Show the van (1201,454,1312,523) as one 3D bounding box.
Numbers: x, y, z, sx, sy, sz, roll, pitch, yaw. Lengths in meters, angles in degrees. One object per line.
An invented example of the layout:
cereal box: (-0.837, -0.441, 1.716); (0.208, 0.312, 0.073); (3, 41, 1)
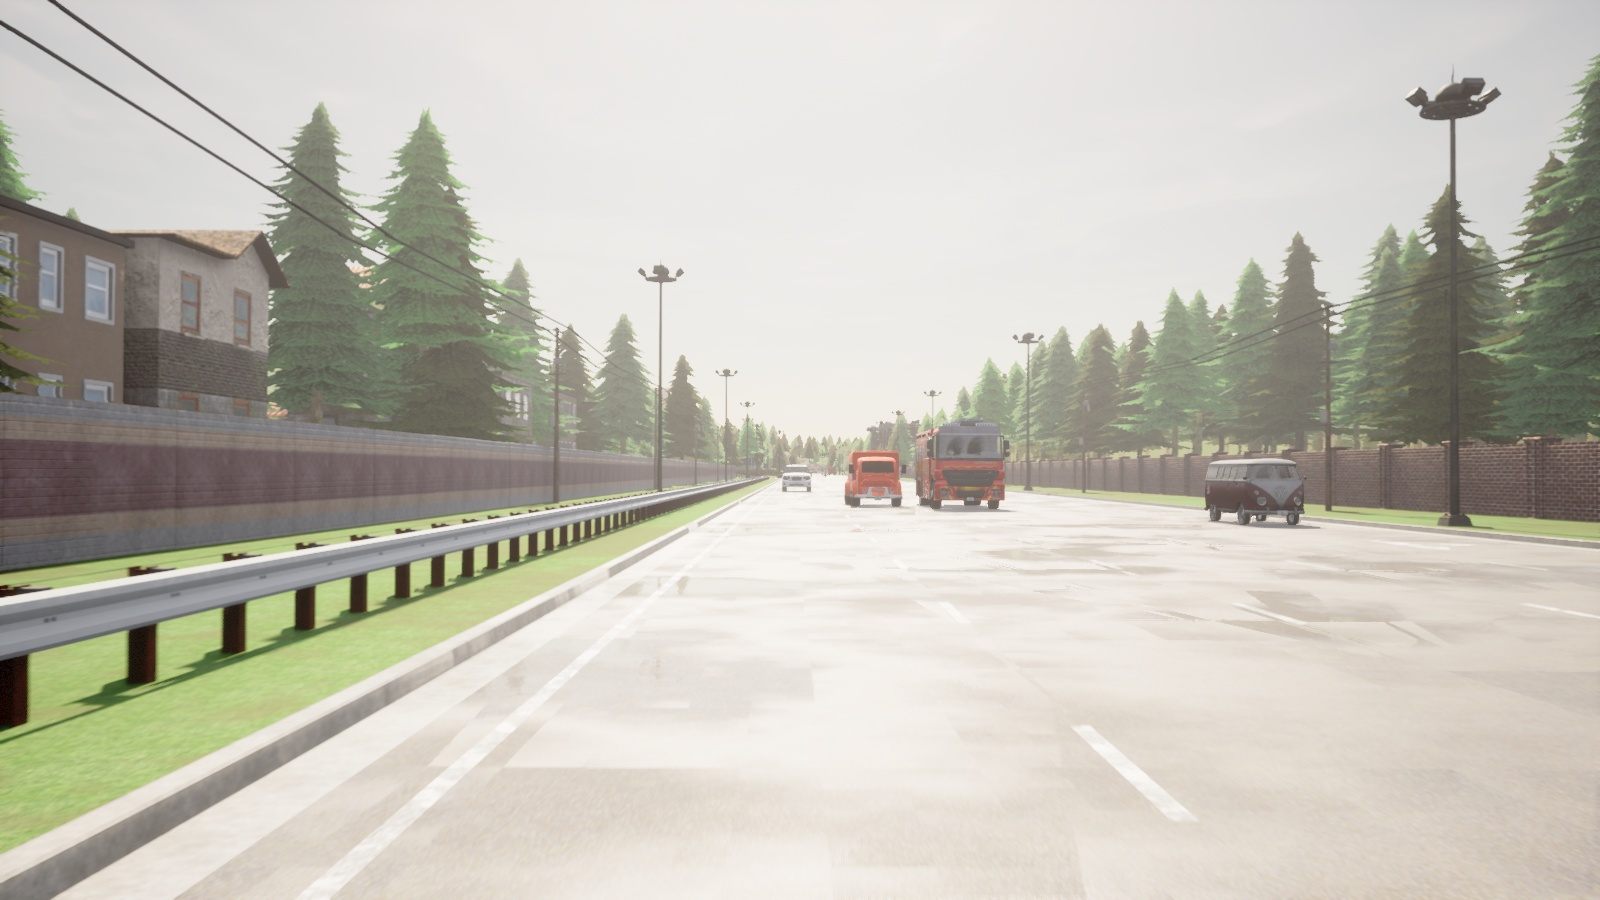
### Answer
van: (13.906, 1.156, 38.514); (1.775, 1.987, 4.442); (0, -1, 0)

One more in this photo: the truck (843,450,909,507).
truck: (3.362, 1.262, 56.601); (2.627, 2.467, 5.204); (0, -1, 0)

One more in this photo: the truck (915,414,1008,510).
truck: (6.865, 0.535, 54.533); (2.891, 3.827, 8.468); (0, -1, 0)

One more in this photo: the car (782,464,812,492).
car: (-0.230, 2.126, 95.094); (2.150, 2.045, 5.566); (0, -1, 0)
